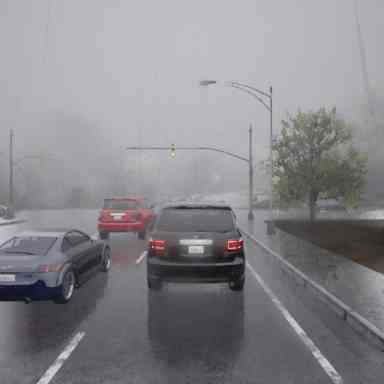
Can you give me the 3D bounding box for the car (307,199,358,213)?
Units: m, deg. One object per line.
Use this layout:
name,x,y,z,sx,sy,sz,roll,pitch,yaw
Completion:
car,15.967,1.646,37.556,4.718,1.301,1.895,-1,0,3

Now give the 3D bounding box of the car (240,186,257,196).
car,13.942,0.093,84.488,2.097,1.767,4.553,0,3,33

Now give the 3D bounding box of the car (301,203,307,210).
car,16.072,1.549,41.056,4.902,1.511,2.128,-1,0,3

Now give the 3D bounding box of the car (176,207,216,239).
car,0.244,1.605,18.443,1.994,1.385,4.181,0,0,2

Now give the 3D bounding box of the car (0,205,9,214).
car,-22.438,1.741,36.034,4.902,1.511,2.128,-1,0,2

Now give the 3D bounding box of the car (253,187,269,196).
car,17.511,0.264,83.616,1.895,1.301,4.718,0,3,33

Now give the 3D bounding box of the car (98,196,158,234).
car,-3.287,1.260,17.613,2.150,2.045,5.566,0,0,1

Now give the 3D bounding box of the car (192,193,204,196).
car,1.164,1.076,75.200,2.128,1.511,4.902,0,2,23

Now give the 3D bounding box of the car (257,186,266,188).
car,19.620,-0.763,93.023,2.150,2.045,5.566,0,3,37

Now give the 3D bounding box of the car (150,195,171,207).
car,-5.391,1.467,56.892,2.097,1.767,4.553,0,1,16

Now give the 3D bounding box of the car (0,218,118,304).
car,-3.408,1.574,8.211,1.994,1.385,4.181,0,0,2

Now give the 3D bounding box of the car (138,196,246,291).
car,0.100,1.234,9.215,2.150,2.045,5.566,0,0,0

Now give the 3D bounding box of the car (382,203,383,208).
car,25.866,1.350,40.497,4.892,1.490,1.837,-2,0,3
